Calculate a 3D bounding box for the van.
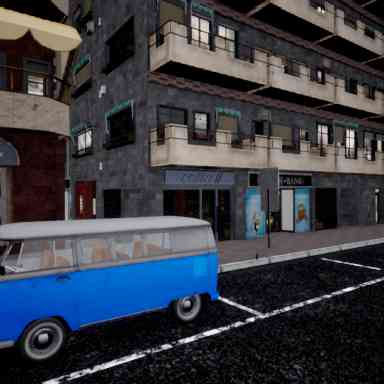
[{"bbox_3d":[-1.423,1.341,5.554,3.998,1.788,1.690,0,0,-35],"label":"van"}]
